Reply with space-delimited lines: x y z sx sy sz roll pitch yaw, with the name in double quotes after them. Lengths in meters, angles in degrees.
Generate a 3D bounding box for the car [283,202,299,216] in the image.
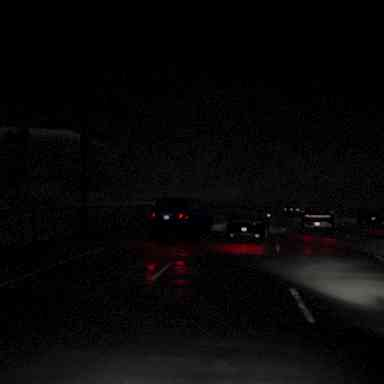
11.198 1.793 34.928 2.033 1.411 5.357 0 0 34 "car"

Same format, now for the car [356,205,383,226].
13.419 1.675 24.815 1.882 1.535 5.008 0 0 26 "car"

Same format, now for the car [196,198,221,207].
2.944 1.868 58.261 1.812 1.442 4.674 0 -1 44 "car"

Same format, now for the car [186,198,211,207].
1.245 1.831 61.521 1.882 1.535 5.008 0 0 44 "car"

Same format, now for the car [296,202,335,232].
8.167 1.649 21.656 2.128 1.511 4.902 0 0 21 "car"

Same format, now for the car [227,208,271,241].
3.093 1.591 17.706 1.882 1.535 5.008 0 0 16 "car"

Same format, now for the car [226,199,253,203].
8.095 1.842 53.541 1.837 1.490 4.892 0 -1 44 "car"

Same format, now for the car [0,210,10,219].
-11.807 1.648 16.976 1.895 1.301 4.718 0 0 14 "car"

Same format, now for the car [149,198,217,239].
-0.441 1.321 18.273 2.150 2.045 5.566 0 -1 16 "car"

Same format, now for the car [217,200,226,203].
5.504 1.941 55.909 1.895 1.301 4.718 0 0 44 "car"
